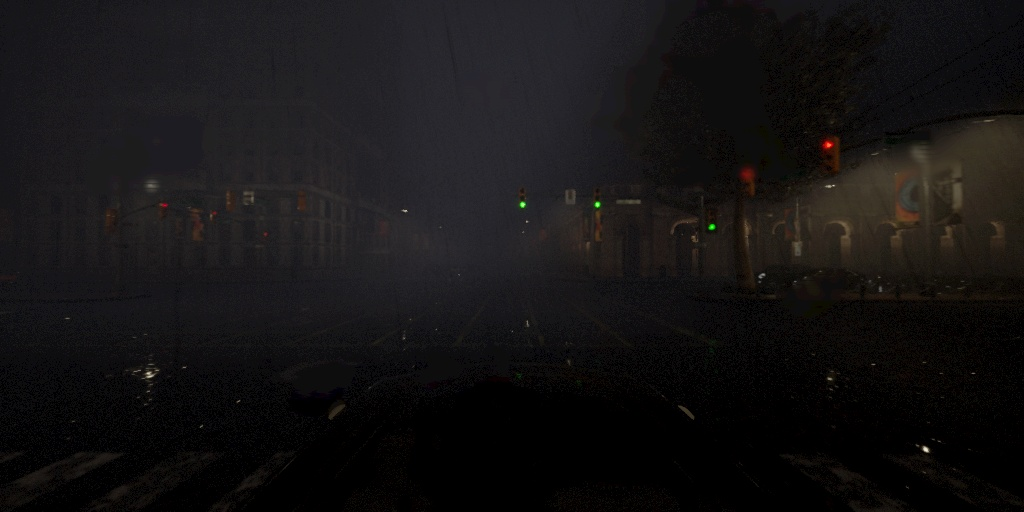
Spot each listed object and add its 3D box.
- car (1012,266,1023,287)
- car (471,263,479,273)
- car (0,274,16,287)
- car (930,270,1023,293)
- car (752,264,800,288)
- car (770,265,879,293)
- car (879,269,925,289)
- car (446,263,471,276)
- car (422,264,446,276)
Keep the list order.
[{"bbox_3d":[39.767,1.521,25.729,5.008,1.535,1.882,0,-1,1],"label":"car"},{"bbox_3d":[-6.988,1.983,57.520,2.033,1.411,5.357,0,-1,1],"label":"car"},{"bbox_3d":[-39.769,1.654,26.215,4.718,1.301,1.895,0,-1,0],"label":"car"},{"bbox_3d":[29.301,1.602,22.303,4.718,1.301,1.895,0,-1,0],"label":"car"},{"bbox_3d":[19.364,1.398,25.869,4.553,1.767,2.097,0,-1,0],"label":"car"},{"bbox_3d":[19.354,1.508,22.365,4.892,1.490,1.837,0,-1,0],"label":"car"},{"bbox_3d":[29.304,1.645,25.803,4.718,1.301,1.895,0,-1,0],"label":"car"},{"bbox_3d":[-7.070,1.915,47.668,1.895,1.301,4.718,0,-1,0],"label":"car"},{"bbox_3d":[-10.566,1.847,48.192,1.812,1.442,4.674,0,-1,0],"label":"car"}]
